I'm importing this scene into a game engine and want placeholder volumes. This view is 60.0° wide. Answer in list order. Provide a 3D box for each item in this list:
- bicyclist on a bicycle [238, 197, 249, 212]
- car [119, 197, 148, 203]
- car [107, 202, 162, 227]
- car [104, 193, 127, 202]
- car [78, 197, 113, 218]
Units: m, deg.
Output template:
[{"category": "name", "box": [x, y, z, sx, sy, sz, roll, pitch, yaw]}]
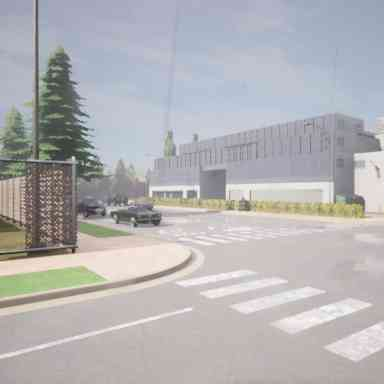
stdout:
[{"category": "bicyclist on a bicycle", "box": [5.553, 1.317, 35.559, 1.656, 1.620, 0.582, 0, 0, -35]}, {"category": "car", "box": [-6.421, 1.617, 39.050, 1.895, 1.301, 4.718, 0, 0, -35]}, {"category": "car", "box": [-3.942, 1.617, 23.018, 1.895, 1.301, 4.718, 0, 0, -35]}, {"category": "car", "box": [-11.955, 1.237, 53.468, 2.150, 2.045, 5.566, 0, 0, -30]}, {"category": "car", "box": [-9.473, 1.509, 30.894, 2.128, 1.511, 4.902, 0, 0, -35]}]
